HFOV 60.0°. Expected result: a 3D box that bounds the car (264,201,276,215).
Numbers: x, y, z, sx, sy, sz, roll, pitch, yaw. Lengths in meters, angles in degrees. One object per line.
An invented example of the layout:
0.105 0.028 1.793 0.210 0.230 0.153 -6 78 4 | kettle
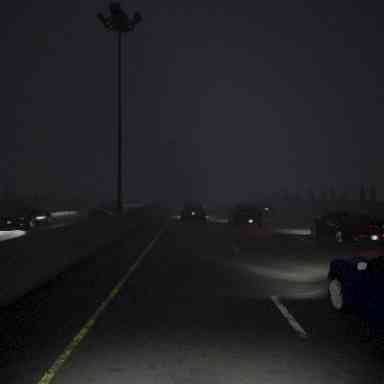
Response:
7.090 1.584 33.654 1.994 1.385 4.181 0 0 0 | car

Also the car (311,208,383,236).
7.096 1.514 15.337 1.837 1.490 4.892 0 0 0 | car

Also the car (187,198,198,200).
0.088 1.529 42.867 2.163 1.488 4.792 0 0 0 | car

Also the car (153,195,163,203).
-7.020 1.430 69.186 2.128 1.511 4.902 0 0 0 | car

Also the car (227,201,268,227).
3.594 1.518 22.780 1.837 1.490 4.892 0 0 0 | car

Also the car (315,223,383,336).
3.597 1.480 4.548 1.882 1.535 5.008 0 0 0 | car

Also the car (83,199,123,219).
-7.105 1.494 27.734 1.882 1.535 5.008 0 0 0 | car

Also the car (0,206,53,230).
-10.604 1.577 21.266 1.994 1.385 4.181 0 0 0 | car

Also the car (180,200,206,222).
0.092 1.580 26.769 1.994 1.385 4.181 0 0 0 | car

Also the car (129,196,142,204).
-10.543 1.572 62.814 1.837 1.490 4.892 0 0 1 | car

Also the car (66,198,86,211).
-14.097 1.516 41.431 2.128 1.511 4.902 0 0 0 | car
